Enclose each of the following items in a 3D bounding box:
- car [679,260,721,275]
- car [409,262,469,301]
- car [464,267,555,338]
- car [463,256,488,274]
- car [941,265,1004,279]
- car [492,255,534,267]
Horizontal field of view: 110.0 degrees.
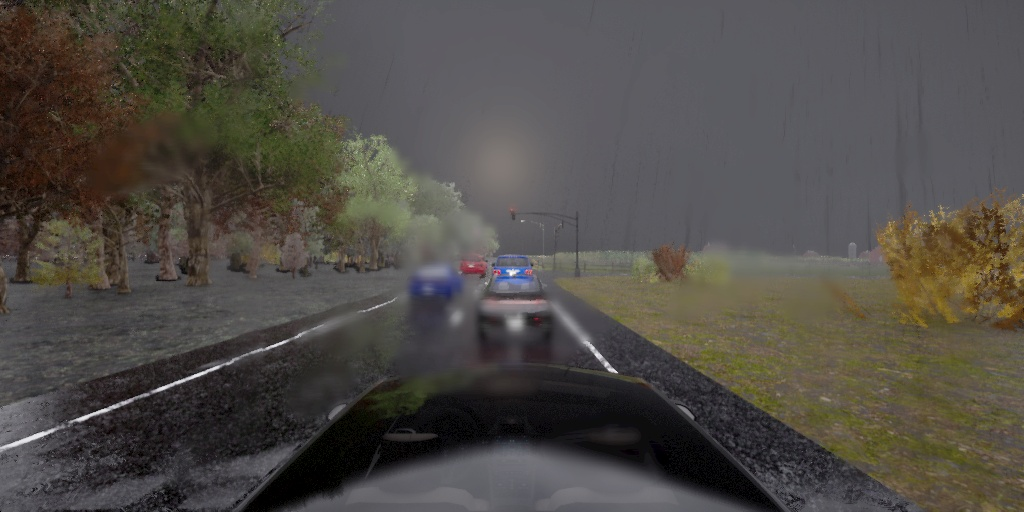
[{"bbox_3d":[22.577,1.390,43.333,4.553,1.767,2.097,1,-1,0],"label":"car"},{"bbox_3d":[-3.453,1.225,17.197,1.882,1.535,5.008,0,0,0],"label":"car"},{"bbox_3d":[0.074,1.240,10.142,2.128,1.511,4.902,0,0,0],"label":"car"},{"bbox_3d":[-3.512,0.967,33.904,2.150,2.045,5.566,0,0,0],"label":"car"},{"bbox_3d":[51.215,1.818,39.671,4.674,1.442,1.812,1,-1,1],"label":"car"},{"bbox_3d":[0.038,0.968,20.059,2.150,2.045,5.566,0,0,0],"label":"car"}]
